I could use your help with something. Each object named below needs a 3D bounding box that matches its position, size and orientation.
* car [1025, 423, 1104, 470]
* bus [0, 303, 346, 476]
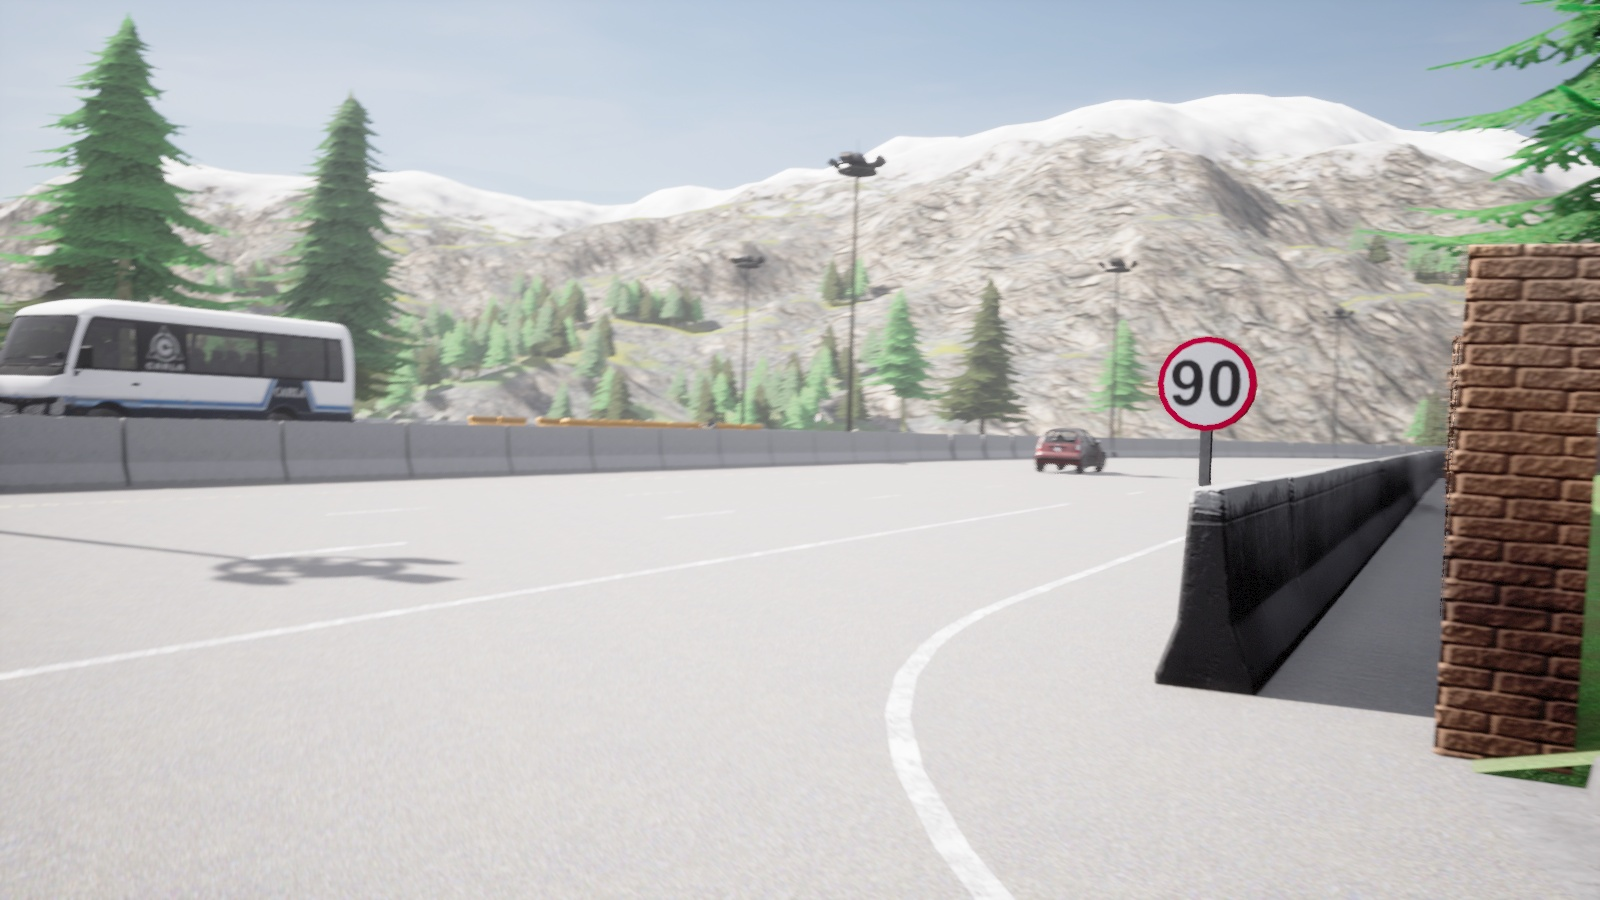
[{"bbox_3d":[9.753,-0.167,46.073,1.851,1.617,3.988,1,1,27],"label":"car"},{"bbox_3d":[-18.598,-1.592,36.415,3.944,4.253,10.273,1,1,27],"label":"bus"}]
